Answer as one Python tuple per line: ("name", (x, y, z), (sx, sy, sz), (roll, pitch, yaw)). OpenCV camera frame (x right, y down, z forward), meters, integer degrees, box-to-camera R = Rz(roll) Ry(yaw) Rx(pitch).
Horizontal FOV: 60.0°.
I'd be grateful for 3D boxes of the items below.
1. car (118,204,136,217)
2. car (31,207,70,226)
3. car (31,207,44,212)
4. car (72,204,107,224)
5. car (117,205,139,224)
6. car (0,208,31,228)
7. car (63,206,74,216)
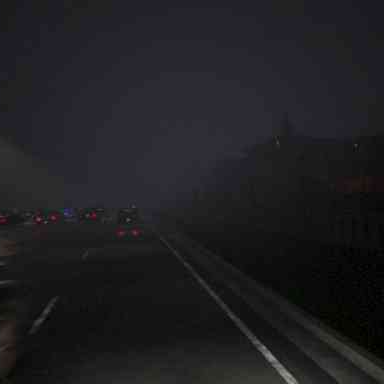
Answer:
("car", (-7.978, 2.231, 40.962), (1.994, 1.385, 4.181), (-2, 0, -11))
("car", (-13.087, 2.371, 31.030), (1.895, 1.301, 4.718), (-2, -1, -11))
("car", (-18.492, 2.560, 40.055), (1.837, 1.490, 4.892), (-2, 0, -11))
("car", (-9.664, 2.195, 31.744), (2.033, 1.411, 5.357), (-2, -1, -11))
("car", (-5.814, 2.091, 30.275), (1.895, 1.301, 4.718), (-2, -1, -11))
("car", (-16.302, 2.422, 29.231), (2.033, 1.411, 5.357), (-2, -1, -11))
("car", (-15.162, 2.417, 41.256), (1.882, 1.535, 5.008), (-2, 0, -11))
